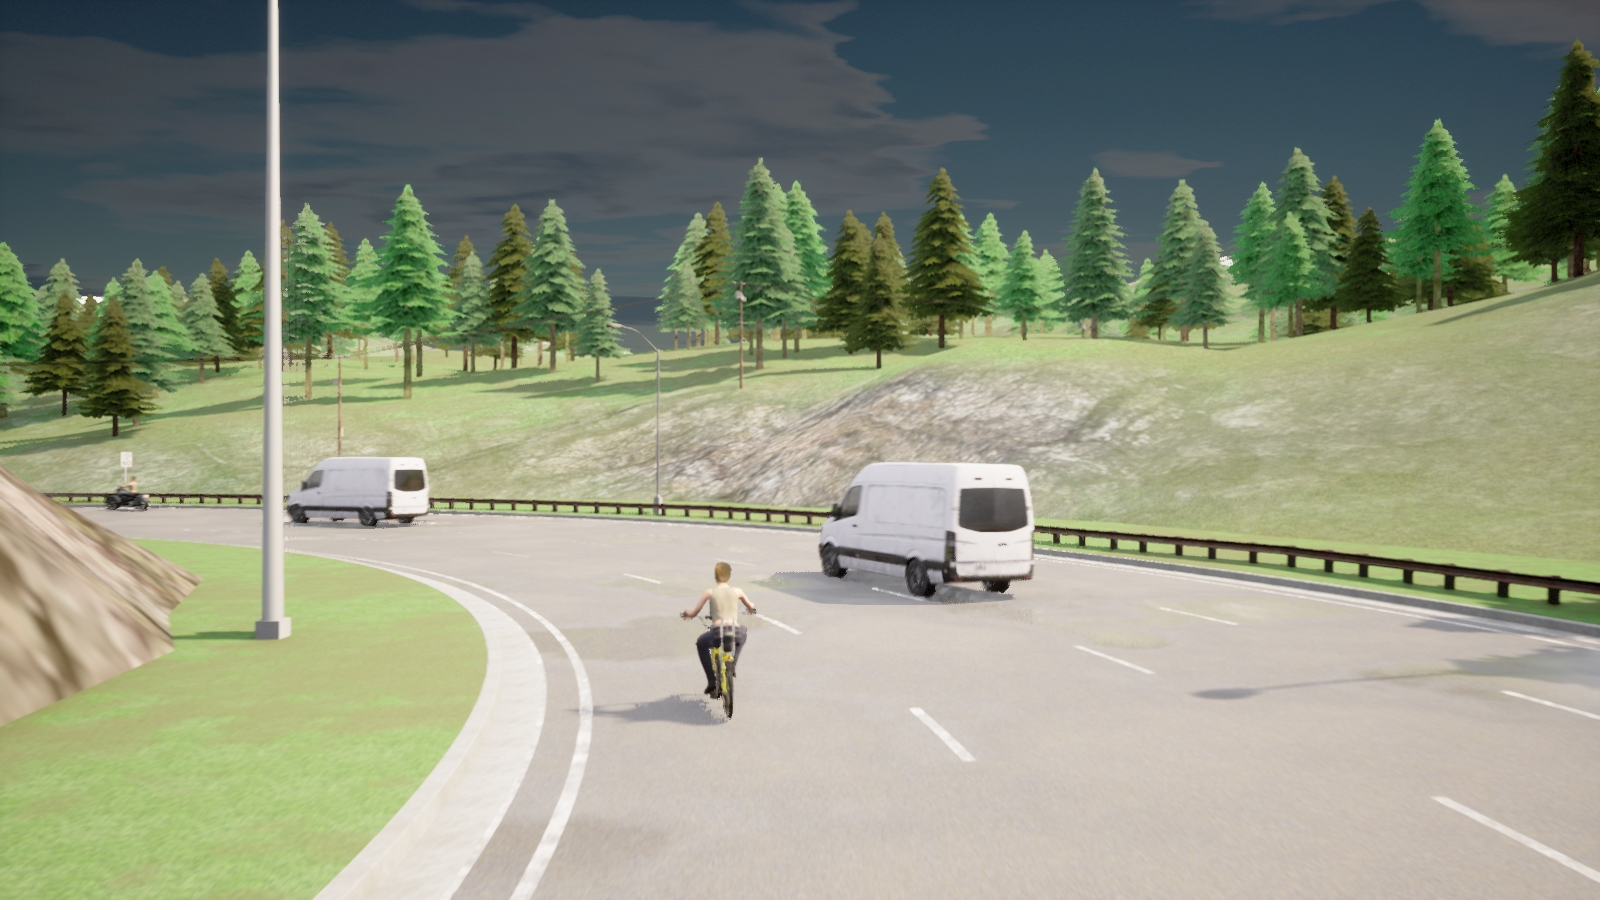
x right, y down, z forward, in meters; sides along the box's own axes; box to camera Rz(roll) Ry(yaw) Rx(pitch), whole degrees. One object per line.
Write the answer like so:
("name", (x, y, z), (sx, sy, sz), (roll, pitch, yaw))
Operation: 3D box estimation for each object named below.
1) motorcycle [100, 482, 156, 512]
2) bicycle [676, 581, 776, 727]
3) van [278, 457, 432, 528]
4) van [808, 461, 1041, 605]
("motorcycle", (-30.919, 2.173, 52.549), (2.356, 1.307, 0.764), (0, 1, 15))
("bicycle", (-0.831, 2.162, 12.391), (0.859, 1.276, 1.487), (-1, 0, -11))
("van", (-16.858, 1.549, 43.243), (5.915, 2.561, 1.988), (0, -1, 27))
("van", (2.360, 1.543, 23.773), (1.988, 2.561, 5.915), (1, -1, -25))
